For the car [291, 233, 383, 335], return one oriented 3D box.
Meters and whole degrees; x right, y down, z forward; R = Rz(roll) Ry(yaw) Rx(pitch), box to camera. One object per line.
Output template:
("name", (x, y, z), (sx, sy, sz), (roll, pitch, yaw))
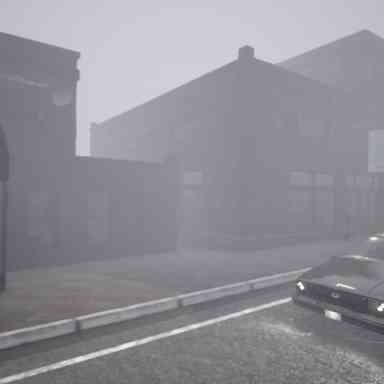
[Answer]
("car", (4.400, 1.579, 6.831), (5.357, 1.411, 2.033), (0, 0, -36))
